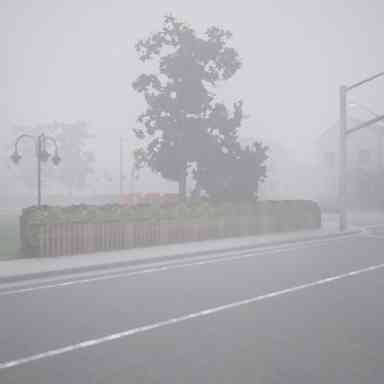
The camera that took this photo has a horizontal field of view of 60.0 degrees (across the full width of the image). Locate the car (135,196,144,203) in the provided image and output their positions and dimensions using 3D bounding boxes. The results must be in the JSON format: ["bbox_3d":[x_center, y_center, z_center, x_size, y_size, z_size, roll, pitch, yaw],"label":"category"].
[{"bbox_3d":[-8.561,1.505,59.933,1.837,1.490,4.892,0,0,-35],"label":"car"}]

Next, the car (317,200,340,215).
[{"bbox_3d":[13.710,1.552,34.551,1.994,1.385,4.181,0,0,-35],"label":"car"}]
